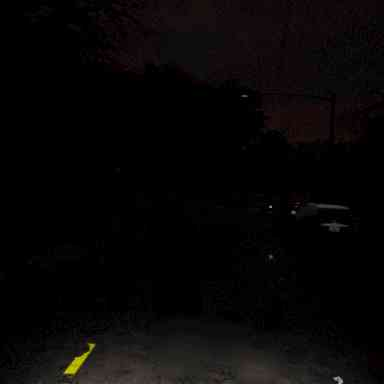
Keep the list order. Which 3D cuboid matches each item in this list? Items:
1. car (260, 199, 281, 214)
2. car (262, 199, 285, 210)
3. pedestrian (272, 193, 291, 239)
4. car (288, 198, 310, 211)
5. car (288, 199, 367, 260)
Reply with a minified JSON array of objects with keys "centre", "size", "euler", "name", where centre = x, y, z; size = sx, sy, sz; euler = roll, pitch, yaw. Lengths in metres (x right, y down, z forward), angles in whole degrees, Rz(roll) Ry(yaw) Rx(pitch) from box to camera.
[{"centre":[7.725,1.329,30.969],"size":[1.994,1.385,4.181],"euler":[3,-1,25],"name":"car"},{"centre":[10.970,1.630,44.651],"size":[1.895,1.301,4.718],"euler":[2,-1,28],"name":"car"},{"centre":[3.680,0.942,13.558],"size":[0.375,1.860,0.375],"euler":[5,-1,-3],"name":"pedestrian"},{"centre":[14.366,1.693,44.396],"size":[1.837,1.490,4.892],"euler":[2,-1,28],"name":"car"},{"centre":[4.396,1.129,11.303],"size":[1.970,1.475,3.806],"euler":[3,2,10],"name":"car"}]
